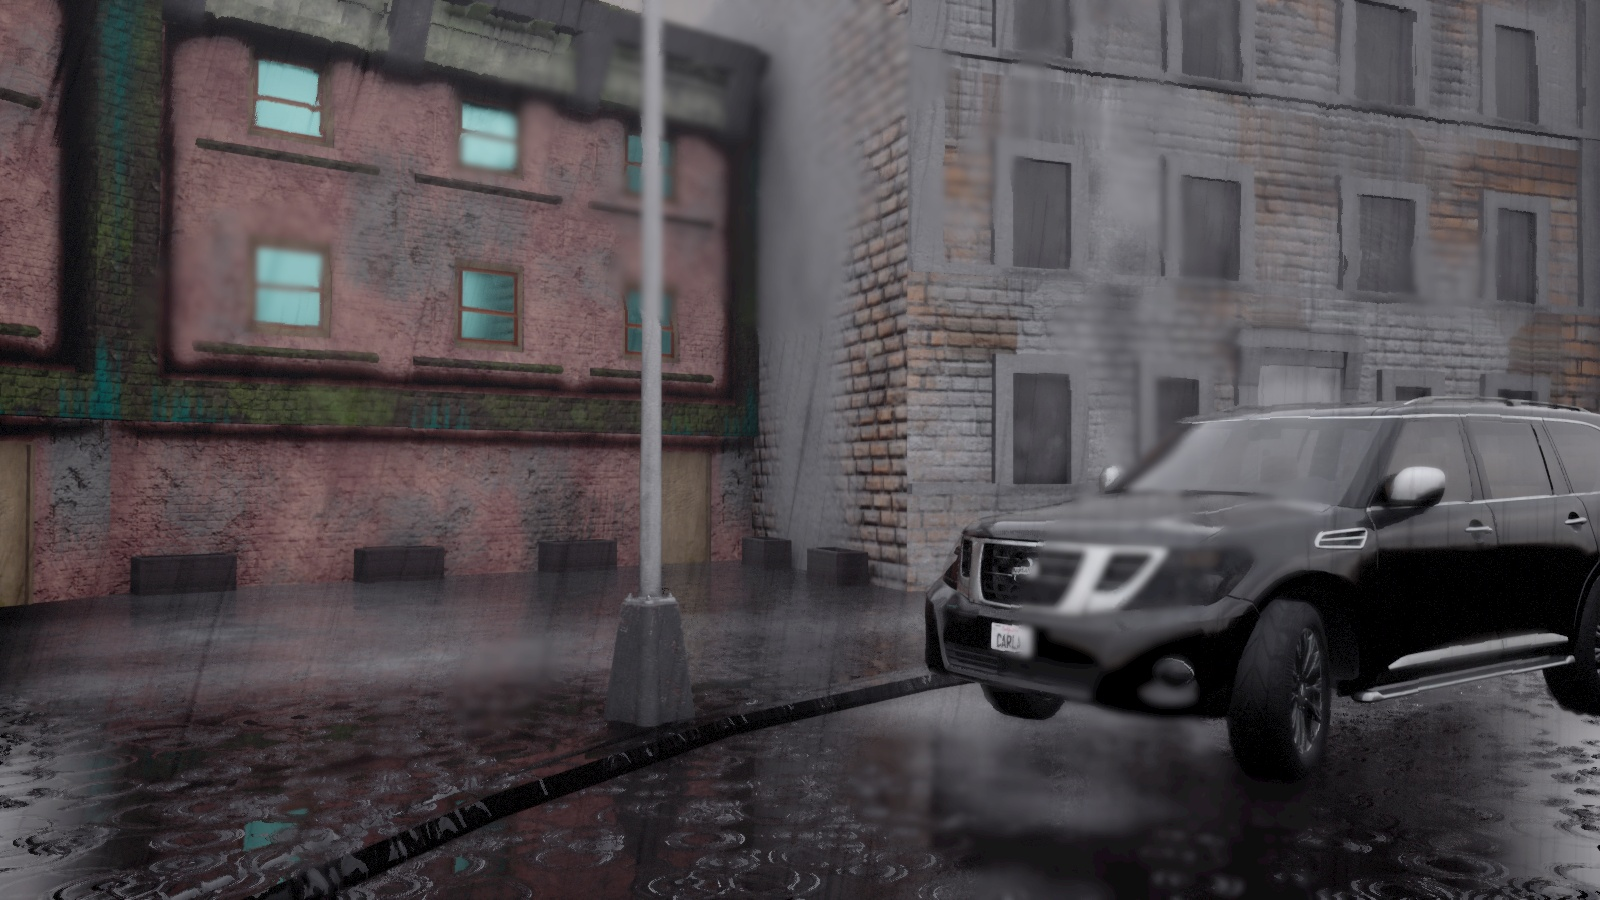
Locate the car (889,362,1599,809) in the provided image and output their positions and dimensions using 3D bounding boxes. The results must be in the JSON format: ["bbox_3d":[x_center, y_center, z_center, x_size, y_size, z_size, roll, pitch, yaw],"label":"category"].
[{"bbox_3d":[3.458,0.652,8.168,5.566,2.045,2.150,0,-1,-33],"label":"car"}]
